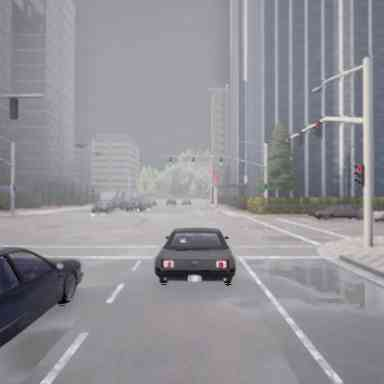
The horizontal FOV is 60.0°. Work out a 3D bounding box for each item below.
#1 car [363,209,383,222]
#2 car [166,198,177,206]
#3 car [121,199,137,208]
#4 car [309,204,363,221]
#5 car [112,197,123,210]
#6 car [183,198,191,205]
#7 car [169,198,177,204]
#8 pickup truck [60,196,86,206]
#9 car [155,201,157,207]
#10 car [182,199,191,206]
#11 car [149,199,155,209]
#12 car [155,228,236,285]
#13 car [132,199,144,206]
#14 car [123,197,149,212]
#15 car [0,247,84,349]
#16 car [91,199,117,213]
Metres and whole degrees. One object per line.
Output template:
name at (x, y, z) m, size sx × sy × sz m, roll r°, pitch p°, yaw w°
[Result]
car at (16.959, 1.870, 27.029) m, size 4.718 × 1.301 × 1.895 m, roll 0°, pitch -1°, yaw 0°
car at (-4.661, 2.228, 73.527) m, size 1.837 × 1.490 × 4.892 m, roll 0°, pitch -1°, yaw -1°
car at (-11.550, 2.101, 61.596) m, size 2.128 × 1.511 × 4.902 m, roll 0°, pitch -1°, yaw -1°
car at (13.607, 1.851, 30.539) m, size 5.357 × 1.411 × 2.033 m, roll 0°, pitch -1°, yaw -3°
car at (-11.439, 1.733, 51.652) m, size 2.150 × 2.045 × 5.566 m, roll 0°, pitch -1°, yaw -1°
car at (-1.321, 2.368, 83.760) m, size 2.033 × 1.411 × 5.357 m, roll 0°, pitch -1°, yaw -1°
car at (-4.820, 2.352, 83.694) m, size 1.812 × 1.442 × 4.674 m, roll 0°, pitch -1°, yaw -1°
pickup truck at (-24.715, 1.733, 68.220) m, size 2.390 × 2.098 × 6.274 m, roll 0°, pitch -1°, yaw 30°
car at (-8.076, 2.226, 66.955) m, size 1.994 × 1.385 × 4.181 m, roll 0°, pitch -1°, yaw 0°
car at (-1.171, 2.285, 73.985) m, size 1.994 × 1.385 × 4.181 m, roll 0°, pitch -1°, yaw -1°
car at (-8.007, 1.915, 56.911) m, size 2.097 × 1.767 × 4.553 m, roll 0°, pitch -1°, yaw -1°
car at (0.153, 1.699, 9.795) m, size 1.895 × 1.301 × 4.718 m, roll 0°, pitch -1°, yaw 2°
car at (-11.642, 2.254, 71.575) m, size 1.994 × 1.385 × 4.181 m, roll 0°, pitch -1°, yaw -1°
car at (-7.885, 1.688, 47.163) m, size 2.150 × 2.045 × 5.566 m, roll 0°, pitch -1°, yaw -1°
car at (-3.429, 1.601, 5.263) m, size 2.033 × 1.411 × 5.357 m, roll 0°, pitch -1°, yaw 0°
car at (-11.309, 1.983, 42.315) m, size 1.994 × 1.385 × 4.181 m, roll 0°, pitch -1°, yaw -1°
